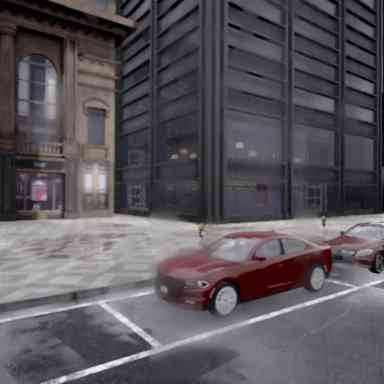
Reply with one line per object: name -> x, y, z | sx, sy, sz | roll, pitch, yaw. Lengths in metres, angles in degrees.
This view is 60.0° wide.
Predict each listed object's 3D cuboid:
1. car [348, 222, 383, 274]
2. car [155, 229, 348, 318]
car -> 5.908, 1.649, 10.759 | 4.206, 1.307, 1.802 | 0, 0, -36
car -> 1.321, 1.577, 7.480 | 4.507, 1.381, 1.887 | 0, 0, -36
